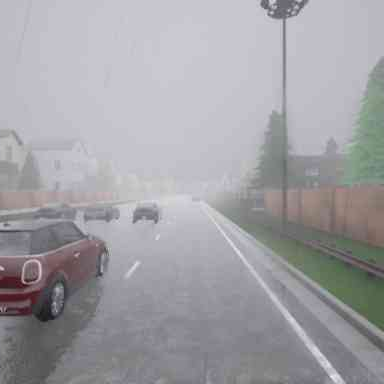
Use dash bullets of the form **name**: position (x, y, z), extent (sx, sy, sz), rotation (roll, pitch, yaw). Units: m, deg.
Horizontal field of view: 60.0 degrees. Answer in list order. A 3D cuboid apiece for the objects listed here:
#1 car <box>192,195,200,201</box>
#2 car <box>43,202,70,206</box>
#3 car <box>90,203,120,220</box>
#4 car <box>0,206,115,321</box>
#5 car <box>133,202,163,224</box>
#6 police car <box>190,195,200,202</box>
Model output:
- **car**: position (1.094, 1.630, 94.345), extent (2.097, 1.767, 4.553), rotation (0, 0, 0)
- **car**: position (-10.388, 1.583, 25.873), extent (1.837, 1.490, 4.892), rotation (0, 0, 0)
- **car**: position (-6.888, 1.569, 25.792), extent (2.128, 1.511, 4.902), rotation (0, 0, 0)
- **car**: position (-3.396, 1.375, 7.488), extent (2.097, 1.767, 4.553), rotation (0, 0, 0)
- **car**: position (-3.387, 1.582, 25.866), extent (1.837, 1.490, 4.892), rotation (0, 0, 0)
- **police car**: position (1.090, 1.675, 84.485), extent (1.930, 1.638, 5.238), rotation (0, 0, 0)
